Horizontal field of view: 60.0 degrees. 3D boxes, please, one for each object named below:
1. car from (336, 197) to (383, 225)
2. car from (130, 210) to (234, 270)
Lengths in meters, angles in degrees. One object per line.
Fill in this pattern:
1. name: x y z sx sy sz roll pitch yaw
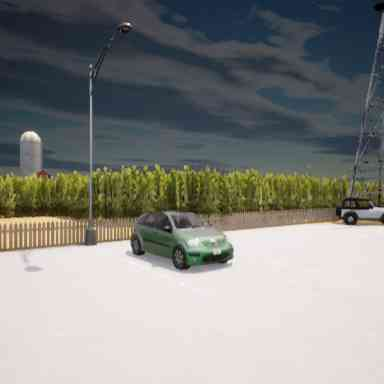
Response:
1. car: 11.893 1.323 22.668 3.866 1.878 1.905 0 0 23
2. car: -0.453 1.447 10.968 1.851 1.617 3.988 0 0 -36
